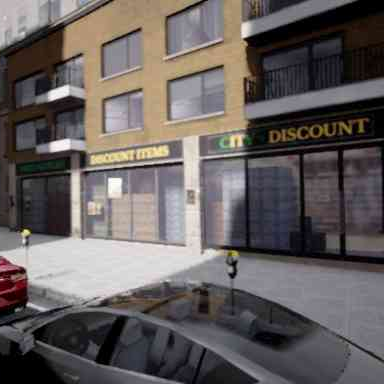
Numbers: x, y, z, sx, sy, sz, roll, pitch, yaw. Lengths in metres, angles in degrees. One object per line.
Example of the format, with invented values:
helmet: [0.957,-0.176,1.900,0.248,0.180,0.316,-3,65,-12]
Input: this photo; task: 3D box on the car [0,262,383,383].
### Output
car: [-0.444,1.594,3.291,4.313,1.339,1.947,-1,-1,35]

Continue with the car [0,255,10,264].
car: [-5.011,1.645,6.548,4.507,1.381,1.887,-1,-1,35]
